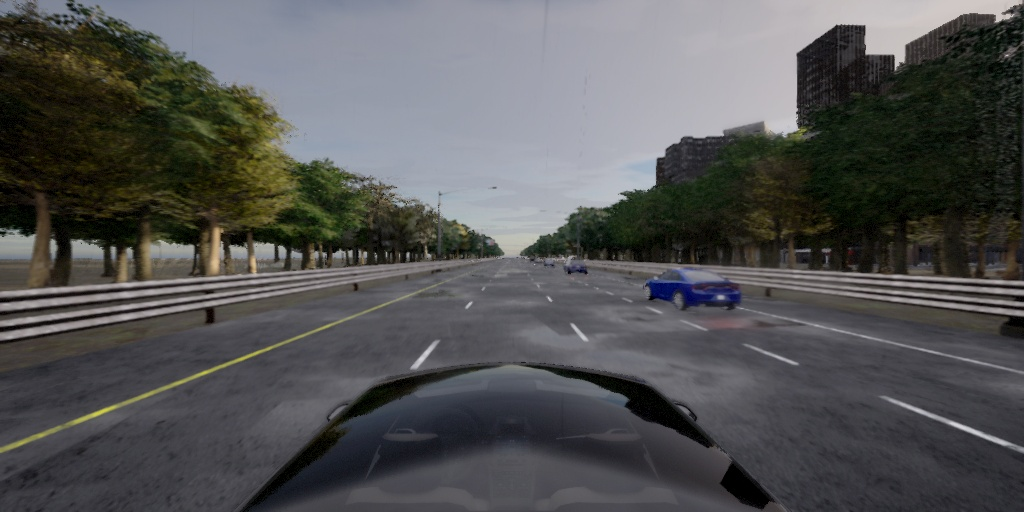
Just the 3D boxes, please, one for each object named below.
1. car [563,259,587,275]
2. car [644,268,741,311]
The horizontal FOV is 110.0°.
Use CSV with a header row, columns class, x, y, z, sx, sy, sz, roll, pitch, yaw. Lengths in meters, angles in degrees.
class,x,y,z,sx,sy,sz,roll,pitch,yaw
car,7.033,1.136,40.419,2.097,1.767,4.553,0,0,0
car,7.003,1.234,14.495,1.882,1.535,5.008,0,0,0
